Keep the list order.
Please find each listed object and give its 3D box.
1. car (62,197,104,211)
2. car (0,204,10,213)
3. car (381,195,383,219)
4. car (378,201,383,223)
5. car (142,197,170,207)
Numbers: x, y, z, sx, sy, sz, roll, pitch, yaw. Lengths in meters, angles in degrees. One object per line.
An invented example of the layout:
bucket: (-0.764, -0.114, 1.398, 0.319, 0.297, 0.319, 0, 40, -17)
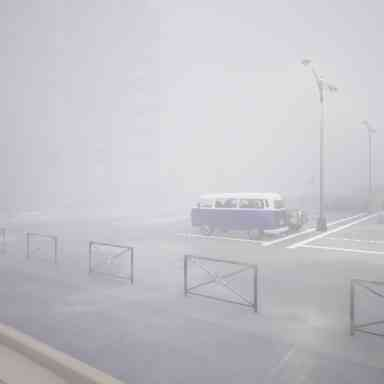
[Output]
car: (-12.784, 1.422, 39.224, 1.882, 1.535, 5.008, 0, 0, 36)
car: (-19.452, 1.492, 29.948, 2.033, 1.411, 5.357, 0, 0, 36)
car: (17.224, 1.153, 25.499, 4.605, 1.855, 1.932, 0, 0, 36)
car: (13.977, 1.395, 20.962, 3.806, 1.475, 1.970, 0, 0, 36)
car: (-5.388, 1.433, 49.491, 2.128, 1.511, 4.902, 0, 0, 36)
